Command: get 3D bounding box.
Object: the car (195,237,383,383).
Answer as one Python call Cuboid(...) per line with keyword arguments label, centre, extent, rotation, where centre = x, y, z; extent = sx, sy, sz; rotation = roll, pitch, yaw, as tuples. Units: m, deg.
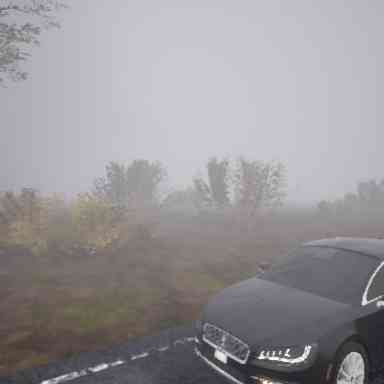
Cuboid(label="car", centre=(2.303, 1.503, 4.938), extent=(4.892, 1.490, 1.837), rotation=(0, 0, -35))
